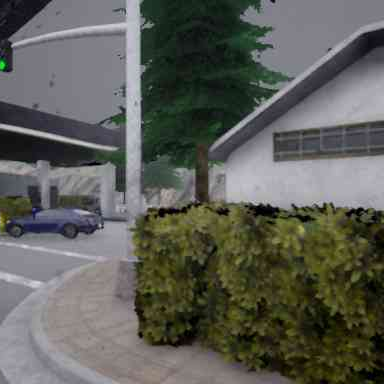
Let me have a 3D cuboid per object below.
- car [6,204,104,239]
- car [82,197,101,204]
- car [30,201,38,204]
[{"bbox_3d":[-6.640,1.441,16.248,4.674,1.442,1.812,0,0,11],"label":"car"},{"bbox_3d":[-10.021,1.519,34.881,3.866,1.878,1.905,-1,0,35],"label":"car"},{"bbox_3d":[-16.827,1.717,32.752,4.611,1.667,2.242,-1,0,35],"label":"car"}]
